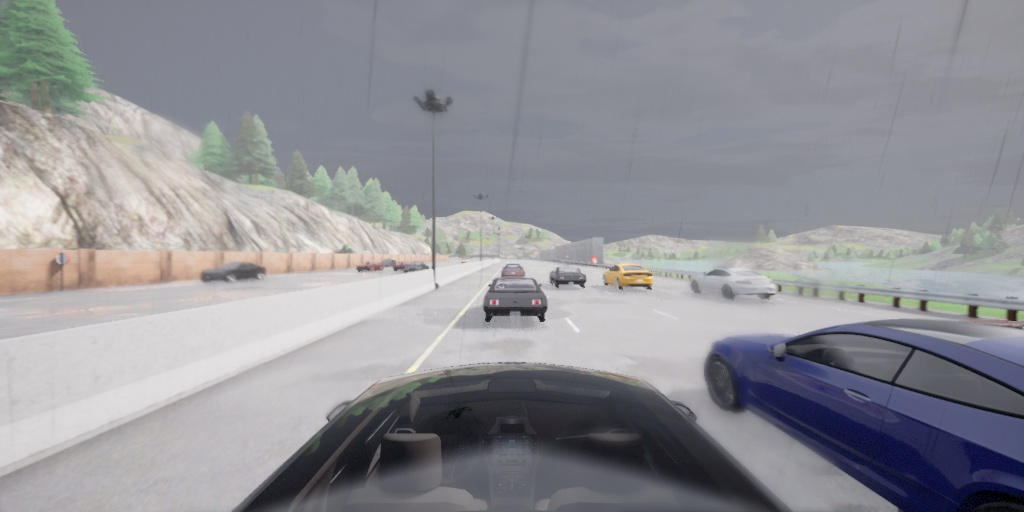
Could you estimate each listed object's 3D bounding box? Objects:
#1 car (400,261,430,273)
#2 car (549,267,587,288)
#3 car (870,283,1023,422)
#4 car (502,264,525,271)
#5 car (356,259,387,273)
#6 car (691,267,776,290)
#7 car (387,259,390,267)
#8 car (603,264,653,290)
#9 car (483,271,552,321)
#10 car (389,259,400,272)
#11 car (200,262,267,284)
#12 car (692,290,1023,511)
[{"bbox_3d":[-10.600,1.324,40.214,1.994,1.385,4.181,0,0,0],"label":"car"},{"bbox_3d":[3.595,1.356,23.945,1.895,1.301,4.718,0,0,0],"label":"car"},{"bbox_3d":[7.090,1.228,3.654,1.882,1.535,5.008,0,0,0],"label":"car"},{"bbox_3d":[0.092,1.321,30.373,1.994,1.385,4.181,0,0,0],"label":"car"},{"bbox_3d":[-17.598,1.362,44.611,1.895,1.301,4.718,0,0,0],"label":"car"},{"bbox_3d":[10.596,1.278,17.481,1.812,1.442,4.674,0,0,0],"label":"car"},{"bbox_3d":[-21.030,1.264,60.913,1.837,1.490,4.892,0,1,0],"label":"car"},{"bbox_3d":[7.096,1.232,22.388,1.882,1.535,5.008,0,0,0],"label":"car"},{"bbox_3d":[0.097,1.353,12.418,1.895,1.301,4.718,0,0,0],"label":"car"},{"bbox_3d":[-14.095,1.363,47.110,1.895,1.301,4.718,0,0,0],"label":"car"},{"bbox_3d":[-21.104,1.235,27.411,1.882,1.535,5.008,0,0,0],"label":"car"},{"bbox_3d":[3.590,1.276,3.098,1.812,1.442,4.674,0,0,0],"label":"car"}]
